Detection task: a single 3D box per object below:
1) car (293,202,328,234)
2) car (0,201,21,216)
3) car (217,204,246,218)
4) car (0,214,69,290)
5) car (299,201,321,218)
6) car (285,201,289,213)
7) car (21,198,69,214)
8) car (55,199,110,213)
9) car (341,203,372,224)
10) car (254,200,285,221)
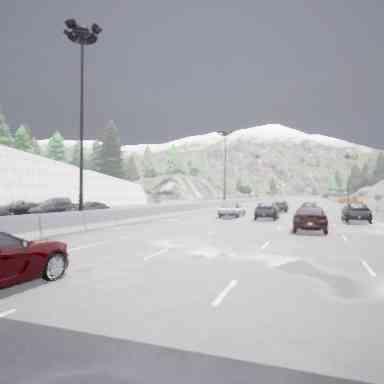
[{"bbox_3d":[7.222,1.604,20.300,1.882,1.535,5.008,0,0,20],"label":"car"},{"bbox_3d":[-15.652,1.525,29.681,2.128,1.511,4.902,0,0,20],"label":"car"},{"bbox_3d":[3.878,1.756,31.843,1.895,1.301,4.718,0,0,19],"label":"car"},{"bbox_3d":[-4.838,1.479,7.179,1.882,1.535,5.008,0,0,19],"label":"car"},{"bbox_3d":[12.287,1.764,34.642,2.033,1.411,5.357,0,0,20],"label":"car"},{"bbox_3d":[11.033,1.730,41.591,2.128,1.511,4.902,0,0,19],"label":"car"},{"bbox_3d":[-12.120,1.556,29.170,1.837,1.490,4.892,0,0,20],"label":"car"},{"bbox_3d":[-8.810,1.570,28.031,1.837,1.490,4.892,0,0,20],"label":"car"},{"bbox_3d":[13.354,1.682,27.146,2.128,1.511,4.902,0,0,19],"label":"car"},{"bbox_3d":[6.628,1.652,29.125,2.128,1.511,4.902,0,0,19],"label":"car"}]
